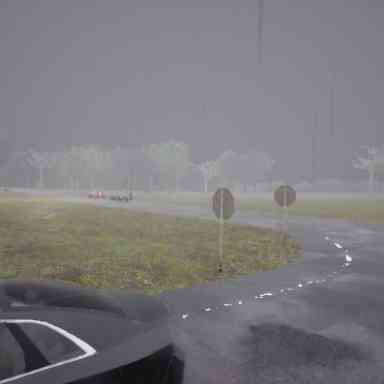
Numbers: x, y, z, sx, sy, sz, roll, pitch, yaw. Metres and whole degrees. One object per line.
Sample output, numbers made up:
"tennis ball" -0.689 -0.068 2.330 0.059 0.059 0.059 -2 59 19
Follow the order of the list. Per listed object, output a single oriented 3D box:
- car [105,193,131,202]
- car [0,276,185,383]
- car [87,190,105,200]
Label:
"car" -11.376 0.881 51.688 1.895 1.301 4.718 1 0 -35
"car" -2.343 1.510 2.216 4.892 1.490 1.837 0 0 -36
"car" -17.159 0.435 59.809 2.097 1.767 4.553 1 0 -35
